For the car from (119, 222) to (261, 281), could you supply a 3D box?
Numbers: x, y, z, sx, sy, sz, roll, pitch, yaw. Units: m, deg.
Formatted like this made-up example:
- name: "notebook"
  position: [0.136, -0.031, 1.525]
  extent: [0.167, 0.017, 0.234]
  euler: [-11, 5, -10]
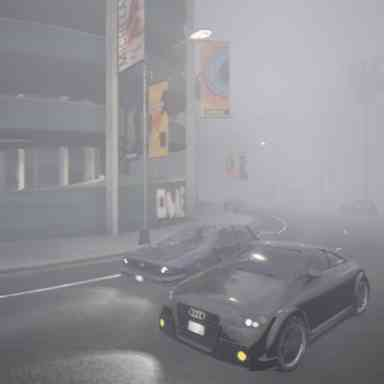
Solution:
- name: "car"
  position: [0.601, 1.601, 9.590]
  extent: [2.033, 1.411, 5.357]
  euler: [0, 0, 43]

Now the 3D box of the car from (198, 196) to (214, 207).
- name: "car"
  position: [2.353, 1.881, 58.141]
  extent: [1.994, 1.385, 4.181]
  euler: [0, 0, -20]

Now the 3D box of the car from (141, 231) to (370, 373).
- name: "car"
  position: [1.463, 1.593, 5.761]
  extent: [4.181, 1.385, 1.994]
  euler: [0, 0, -45]

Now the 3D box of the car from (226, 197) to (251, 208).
- name: "car"
  position: [7.248, 1.634, 55.038]
  extent: [2.097, 1.767, 4.553]
  euler: [0, 0, -20]

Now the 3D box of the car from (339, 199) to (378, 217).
- name: "car"
  position: [16.481, 1.485, 33.235]
  extent: [2.097, 1.767, 4.553]
  euler: [0, 0, 1]
